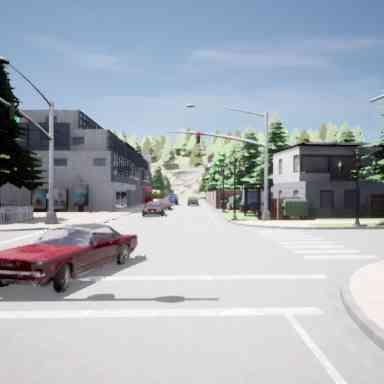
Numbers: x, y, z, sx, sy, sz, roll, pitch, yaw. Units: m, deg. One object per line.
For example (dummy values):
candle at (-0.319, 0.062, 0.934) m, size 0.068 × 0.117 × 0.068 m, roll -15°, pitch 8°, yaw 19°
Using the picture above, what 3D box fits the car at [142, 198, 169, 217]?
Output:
car at (-3.558, 1.561, 31.751) m, size 1.994 × 1.385 × 4.181 m, roll 0°, pitch 0°, yaw 0°

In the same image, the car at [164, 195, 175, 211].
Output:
car at (-3.542, 1.523, 41.904) m, size 1.812 × 1.442 × 4.674 m, roll 0°, pitch 0°, yaw 0°

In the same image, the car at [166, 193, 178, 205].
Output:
car at (-3.497, 1.220, 56.853) m, size 2.150 × 2.045 × 5.566 m, roll 0°, pitch 0°, yaw 1°

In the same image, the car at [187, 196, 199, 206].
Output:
car at (0.166, 1.543, 55.616) m, size 2.033 × 1.411 × 5.357 m, roll 0°, pitch 0°, yaw 0°

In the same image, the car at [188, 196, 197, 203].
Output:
car at (0.158, 1.595, 70.023) m, size 1.895 × 1.301 × 4.718 m, roll 0°, pitch 0°, yaw 0°

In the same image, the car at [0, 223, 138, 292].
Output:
car at (-3.305, 1.601, 9.197) m, size 1.895 × 1.301 × 4.718 m, roll 0°, pitch 0°, yaw 16°
